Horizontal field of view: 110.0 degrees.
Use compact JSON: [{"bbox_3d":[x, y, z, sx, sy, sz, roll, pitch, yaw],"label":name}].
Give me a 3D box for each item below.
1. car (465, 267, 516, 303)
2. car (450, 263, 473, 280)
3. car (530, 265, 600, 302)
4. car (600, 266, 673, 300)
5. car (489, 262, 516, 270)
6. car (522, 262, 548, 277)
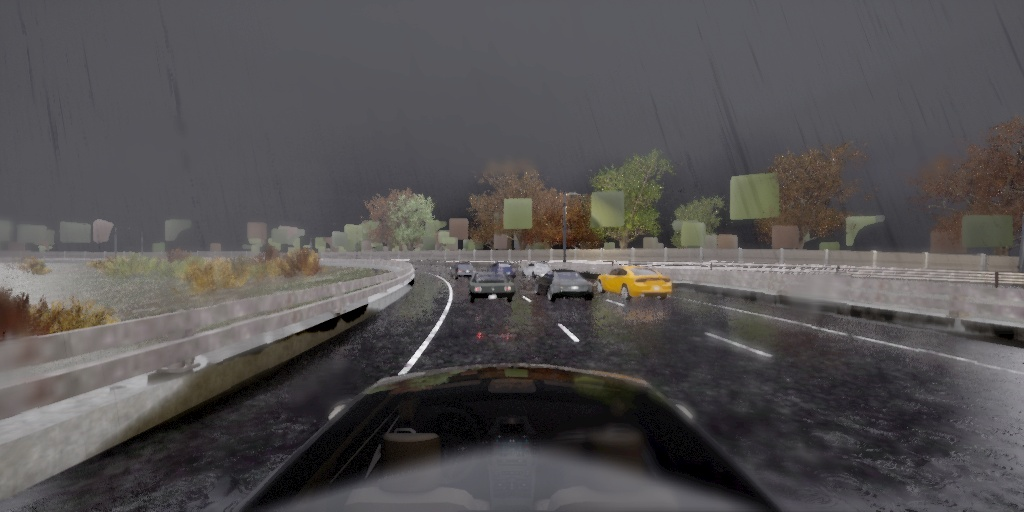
[{"bbox_3d":[-1.093,1.364,16.728,1.895,1.301,4.718,0,0,-8],"label":"car"},{"bbox_3d":[-4.332,1.311,31.586,2.033,1.411,5.357,0,0,-16],"label":"car"},{"bbox_3d":[2.376,1.321,17.197,1.994,1.385,4.181,0,0,-8],"label":"car"},{"bbox_3d":[5.840,1.233,17.696,1.882,1.535,5.008,0,0,-8],"label":"car"},{"bbox_3d":[-0.974,1.281,32.574,1.812,1.442,4.674,0,0,-16],"label":"car"},{"bbox_3d":[2.384,1.281,33.561,1.812,1.442,4.674,0,0,-16],"label":"car"}]
